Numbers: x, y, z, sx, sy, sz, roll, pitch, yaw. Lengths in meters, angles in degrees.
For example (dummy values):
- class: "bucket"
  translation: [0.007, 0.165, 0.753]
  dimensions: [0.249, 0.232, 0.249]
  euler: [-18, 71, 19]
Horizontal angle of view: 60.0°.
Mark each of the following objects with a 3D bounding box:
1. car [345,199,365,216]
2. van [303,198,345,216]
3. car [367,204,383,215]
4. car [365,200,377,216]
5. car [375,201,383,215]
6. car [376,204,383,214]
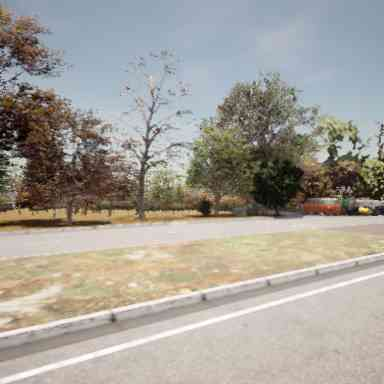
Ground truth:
- class: "car"
  translation: [17.614, 1.819, 40.929]
  dimensions: [2.435, 2.045, 5.566]
  euler: [2, -1, -35]
- class: "van"
  translation: [15.207, 1.753, 39.324]
  dimensions: [1.878, 1.987, 4.442]
  euler: [2, -1, -35]
- class: "car"
  translation: [28.793, 2.576, 48.854]
  dimensions: [2.097, 1.535, 5.008]
  euler: [3, -2, -35]
- class: "car"
  translation: [19.983, 2.165, 42.356]
  dimensions: [1.946, 1.575, 5.366]
  euler: [2, -1, -35]
- class: "car"
  translation: [22.132, 2.270, 44.106]
  dimensions: [2.231, 1.521, 4.892]
  euler: [3, -2, -35]
- class: "car"
  translation: [31.149, 2.685, 50.534]
  dimensions: [2.097, 1.535, 5.008]
  euler: [3, -2, -35]
